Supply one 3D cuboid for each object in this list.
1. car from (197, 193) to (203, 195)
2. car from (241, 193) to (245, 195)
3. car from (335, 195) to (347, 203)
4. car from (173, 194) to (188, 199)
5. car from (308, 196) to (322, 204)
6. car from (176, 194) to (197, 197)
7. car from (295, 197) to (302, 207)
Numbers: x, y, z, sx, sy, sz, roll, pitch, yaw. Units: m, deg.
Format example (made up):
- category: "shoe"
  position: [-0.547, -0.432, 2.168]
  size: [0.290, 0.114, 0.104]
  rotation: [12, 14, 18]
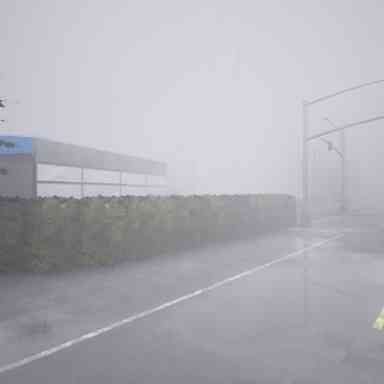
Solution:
- category: "car"
  position: [2.215, 1.154, 86.060]
  size: [2.152, 1.636, 5.027]
  rotation: [0, 0, 38]
- category: "car"
  position: [12.253, 1.077, 78.127]
  size: [1.905, 1.878, 3.866]
  rotation: [0, 0, 38]
- category: "car"
  position: [29.283, 1.374, 65.019]
  size: [1.845, 1.501, 3.633]
  rotation: [0, 0, 38]
- category: "car"
  position: [-3.021, 1.232, 89.786]
  size: [1.970, 1.475, 3.806]
  rotation: [0, 0, 38]
- category: "car"
  position: [22.344, 1.384, 61.045]
  size: [1.970, 1.475, 3.806]
  rotation: [0, 0, 38]
- category: "car"
  position: [-1.695, 1.298, 66.086]
  size: [2.007, 1.523, 4.514]
  rotation: [0, 0, 38]
- category: "car"
  position: [13.149, 1.340, 44.587]
  size: [2.007, 1.523, 4.514]
  rotation: [0, 0, 38]
